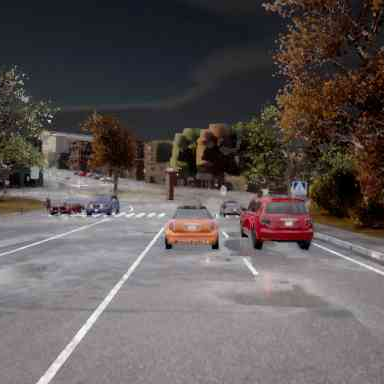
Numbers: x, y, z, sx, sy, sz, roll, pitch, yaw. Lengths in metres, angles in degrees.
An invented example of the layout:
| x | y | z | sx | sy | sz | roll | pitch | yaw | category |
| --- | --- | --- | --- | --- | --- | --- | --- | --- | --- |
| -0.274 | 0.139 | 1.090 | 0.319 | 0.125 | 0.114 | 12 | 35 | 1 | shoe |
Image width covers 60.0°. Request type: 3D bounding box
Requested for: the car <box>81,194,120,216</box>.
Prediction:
| x | y | z | sx | sy | sz | roll | pitch | yaw | category |
| --- | --- | --- | --- | --- | --- | --- | --- | --- | --- |
| -8.499 | 1.244 | 32.228 | 2.150 | 2.045 | 5.566 | 0 | 0 | 0 | car |

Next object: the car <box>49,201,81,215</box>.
| x | y | z | sx | sy | sz | roll | pitch | yaw | category |
| --- | --- | --- | --- | --- | --- | --- | --- | --- | --- |
| -11.999 | 1.572 | 32.233 | 1.895 | 1.301 | 4.718 | 0 | 0 | 0 | car |

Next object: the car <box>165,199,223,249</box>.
| x | y | z | sx | sy | sz | roll | pitch | yaw | category |
| --- | --- | --- | --- | --- | --- | --- | --- | --- | --- |
| 0.000 | 1.355 | 14.634 | 2.097 | 1.767 | 4.553 | 0 | 0 | 0 | car |

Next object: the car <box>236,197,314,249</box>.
| x | y | z | sx | sy | sz | roll | pitch | yaw | category |
| --- | --- | --- | --- | --- | --- | --- | --- | --- | --- |
| 3.500 | 1.247 | 14.692 | 2.150 | 2.045 | 5.566 | 0 | 0 | 0 | car |

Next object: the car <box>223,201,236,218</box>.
| x | y | z | sx | sy | sz | roll | pitch | yaw | category |
| --- | --- | --- | --- | --- | --- | --- | --- | --- | --- |
| 3.501 | 1.501 | 29.667 | 2.033 | 1.411 | 5.357 | 0 | 0 | 0 | car |
